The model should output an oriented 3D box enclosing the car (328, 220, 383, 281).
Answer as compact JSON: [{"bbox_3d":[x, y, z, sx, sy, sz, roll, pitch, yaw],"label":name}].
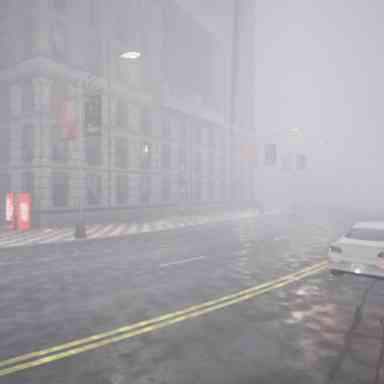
[{"bbox_3d":[5.286,1.511,9.161,1.812,1.442,4.674,0,0,43],"label":"car"}]
